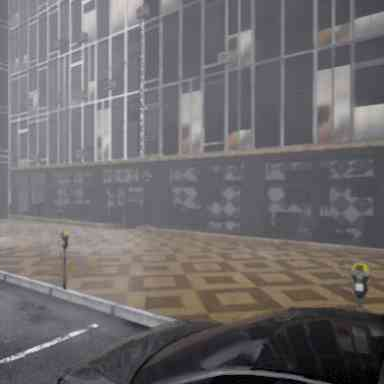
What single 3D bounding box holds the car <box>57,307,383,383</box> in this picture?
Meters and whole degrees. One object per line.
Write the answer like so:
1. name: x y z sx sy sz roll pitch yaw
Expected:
1. car: 0.830 1.566 2.277 4.313 1.339 1.947 0 0 35
